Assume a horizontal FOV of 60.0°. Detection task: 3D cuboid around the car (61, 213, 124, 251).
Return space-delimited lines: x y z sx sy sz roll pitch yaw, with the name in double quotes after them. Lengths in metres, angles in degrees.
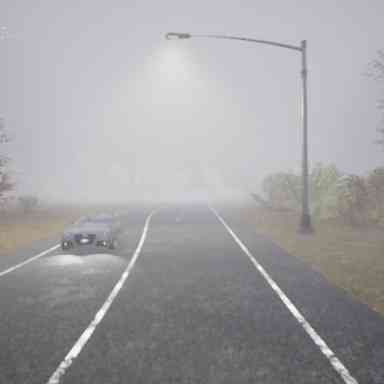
-4.106 1.596 14.250 1.994 1.385 4.181 0 0 -5 "car"
